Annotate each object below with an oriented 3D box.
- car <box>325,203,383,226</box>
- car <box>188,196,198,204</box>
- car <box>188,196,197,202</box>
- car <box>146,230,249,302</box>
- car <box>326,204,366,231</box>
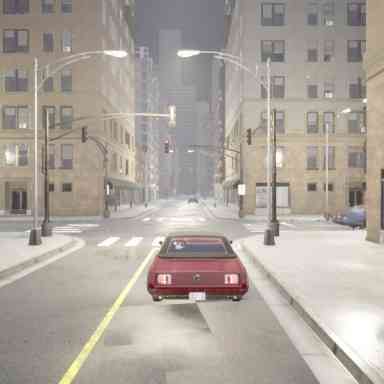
[{"bbox_3d":[12.201,1.512,22.827,5.357,1.411,2.033,0,0,3],"label":"car"},{"bbox_3d":[0.189,1.507,65.223,1.812,1.442,4.674,0,0,0],"label":"car"},{"bbox_3d":[0.109,1.567,75.151,1.895,1.301,4.718,0,0,0],"label":"car"},{"bbox_3d":[0.094,1.601,8.238,1.895,1.301,4.718,0,0,0],"label":"car"},{"bbox_3d":[11.182,1.515,19.650,5.357,1.411,2.033,0,0,0],"label":"car"}]
